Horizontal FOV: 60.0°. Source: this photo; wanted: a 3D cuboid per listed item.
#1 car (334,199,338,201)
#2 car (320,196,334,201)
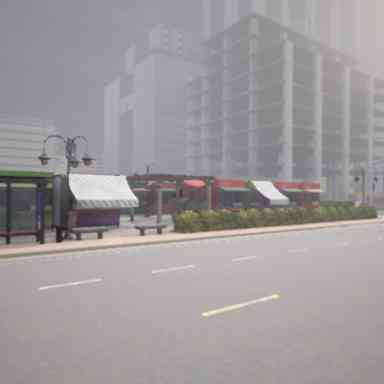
[{"bbox_3d":[29.026,1.716,70.579,1.905,1.878,3.866,1,0,-36],"label":"car"},{"bbox_3d":[26.635,1.688,68.866,1.905,1.878,3.866,1,0,-36],"label":"car"}]
